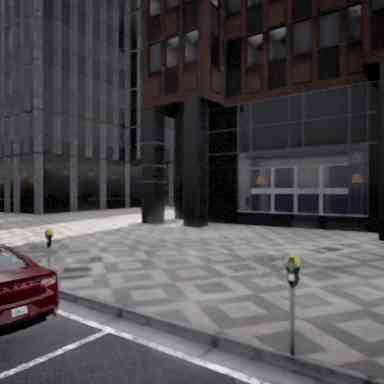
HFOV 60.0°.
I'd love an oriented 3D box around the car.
[{"bbox_3d":[-4.261,1.561,6.014,4.507,1.381,1.887,0,0,36],"label":"car"}]
